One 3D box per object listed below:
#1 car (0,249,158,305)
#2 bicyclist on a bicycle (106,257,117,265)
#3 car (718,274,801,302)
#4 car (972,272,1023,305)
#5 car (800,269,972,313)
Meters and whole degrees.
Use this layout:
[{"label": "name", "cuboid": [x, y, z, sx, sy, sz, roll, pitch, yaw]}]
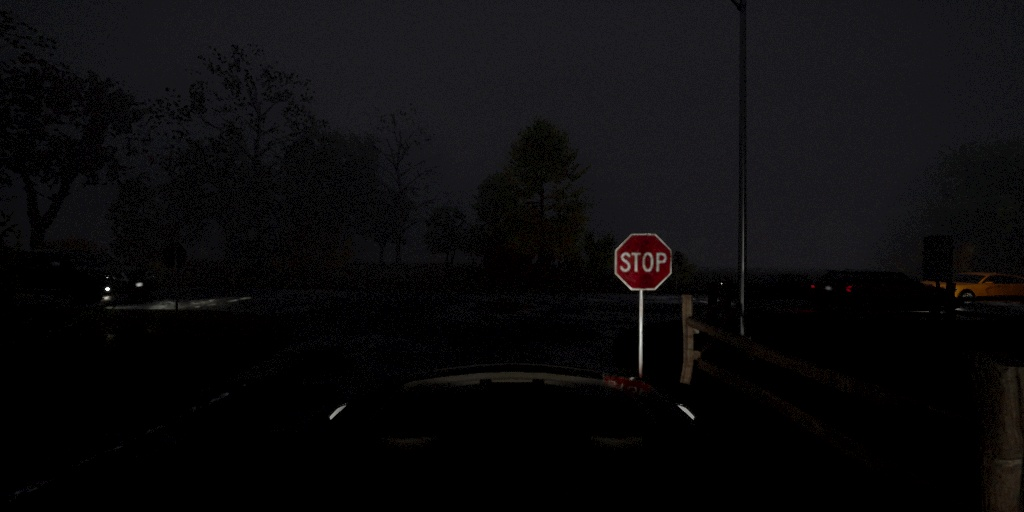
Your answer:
[{"label": "car", "cuboid": [-17.710, 0.764, 14.384, 5.566, 2.045, 2.150, 1, 1, 0]}, {"label": "bicyclist on a bicycle", "cuboid": [-22.717, 0.853, 20.343, 0.582, 1.620, 1.656, 1, 0, 0]}, {"label": "car", "cuboid": [12.782, 1.524, 17.473, 4.718, 1.301, 1.895, 1, 1, 0]}, {"label": "car", "cuboid": [22.682, 1.542, 17.483, 5.008, 1.535, 1.882, 1, 1, 0]}, {"label": "car", "cuboid": [14.912, 1.352, 14.530, 4.553, 1.767, 2.097, 1, 1, -1]}]
